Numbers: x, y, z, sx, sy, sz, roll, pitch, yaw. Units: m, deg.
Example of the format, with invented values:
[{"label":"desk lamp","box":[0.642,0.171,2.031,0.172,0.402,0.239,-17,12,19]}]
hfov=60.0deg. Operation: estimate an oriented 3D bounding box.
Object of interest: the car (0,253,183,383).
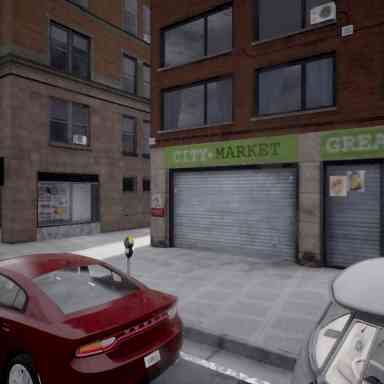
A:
[{"label":"car","box":[-2.214,1.544,4.654,4.507,1.381,1.887,0,0,35]}]

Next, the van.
[{"label":"van","box":[2.395,1.341,1.367,3.998,1.788,1.690,0,0,35]}]
